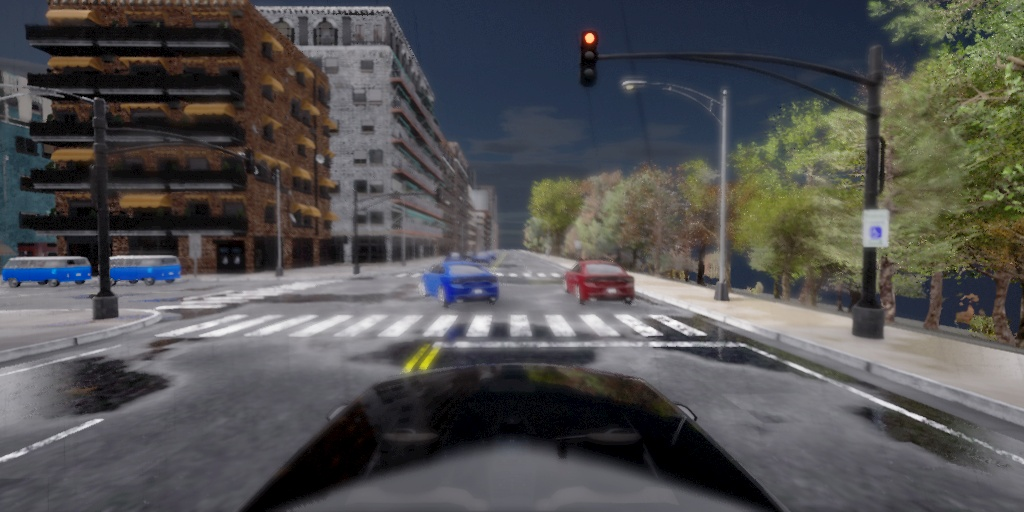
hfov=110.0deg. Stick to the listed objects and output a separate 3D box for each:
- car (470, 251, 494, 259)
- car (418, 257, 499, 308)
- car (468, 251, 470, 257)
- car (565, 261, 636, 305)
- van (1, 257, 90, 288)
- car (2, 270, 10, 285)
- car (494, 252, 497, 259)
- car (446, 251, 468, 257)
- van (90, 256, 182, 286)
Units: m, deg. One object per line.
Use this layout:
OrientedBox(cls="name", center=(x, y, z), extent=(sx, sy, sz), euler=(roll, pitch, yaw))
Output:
OrientedBox(cls="car", center=(-3.476, 0.284, 42.292), extent=(1.882, 1.535, 5.008), euler=(0, 1, 0))
OrientedBox(cls="car", center=(-2.190, 0.965, 13.838), extent=(1.882, 1.535, 5.008), euler=(0, 1, -26))
OrientedBox(cls="car", center=(-6.754, -0.041, 57.694), extent=(1.837, 1.490, 4.892), euler=(0, 1, 0))
OrientedBox(cls="car", center=(3.296, 0.934, 14.232), extent=(1.882, 1.535, 5.008), euler=(0, 2, 0))
OrientedBox(cls="van", center=(-28.387, 0.946, 21.954), extent=(3.998, 1.789, 1.690), euler=(0, 0, -1))
OrientedBox(cls="car", center=(-22.671, 1.339, 13.705), extent=(4.207, 1.307, 1.802), euler=(0, 0, -1))
OrientedBox(cls="car", center=(-3.504, -0.068, 57.724), extent=(1.882, 1.535, 5.008), euler=(0, 1, 0))
OrientedBox(cls="car", center=(-6.726, 0.332, 42.282), extent=(1.812, 1.442, 4.674), euler=(0, 1, 0))
OrientedBox(cls="van", center=(-22.786, 0.871, 22.048), extent=(3.998, 1.789, 1.690), euler=(0, 0, -1))
